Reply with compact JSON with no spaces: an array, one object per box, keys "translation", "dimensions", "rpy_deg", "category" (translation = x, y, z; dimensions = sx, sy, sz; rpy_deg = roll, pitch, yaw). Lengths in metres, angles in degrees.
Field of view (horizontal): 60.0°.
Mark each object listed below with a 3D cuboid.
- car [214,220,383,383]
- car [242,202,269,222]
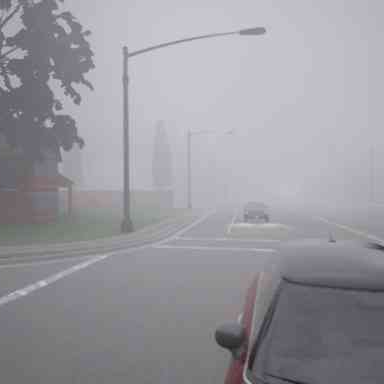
[{"translation":[1.335,1.347,2.619],"dimensions":[2.097,1.767,4.553],"rpy_deg":[0,0,14],"category":"car"},{"translation":[5.011,1.522,26.326],"dimensions":[1.812,1.442,4.674],"rpy_deg":[0,0,9],"category":"car"}]
